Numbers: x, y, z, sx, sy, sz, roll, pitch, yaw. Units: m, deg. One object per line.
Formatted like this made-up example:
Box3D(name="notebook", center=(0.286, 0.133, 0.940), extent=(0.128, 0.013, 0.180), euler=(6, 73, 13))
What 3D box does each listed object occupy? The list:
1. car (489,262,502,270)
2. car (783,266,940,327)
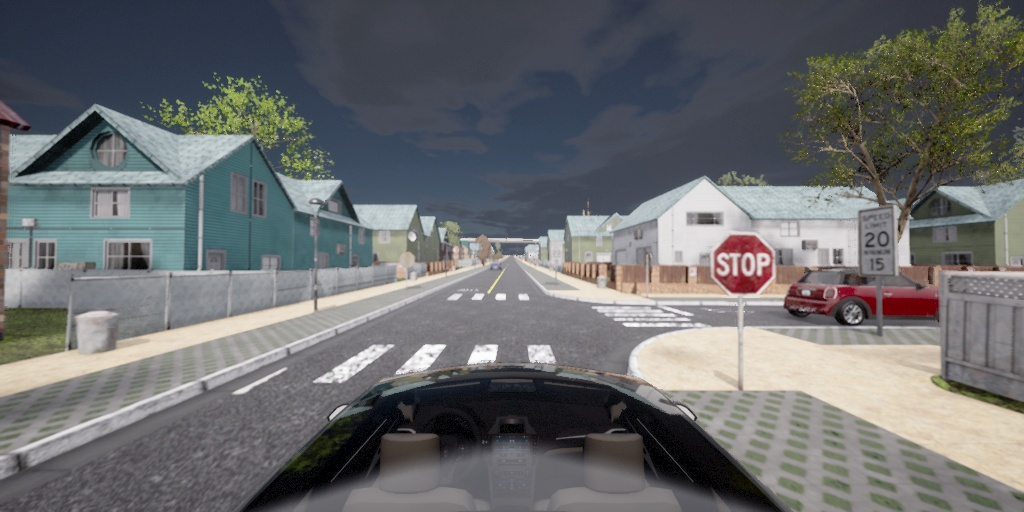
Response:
Box3D(name="car", center=(-2.700, 1.658, 60.713), extent=(1.812, 1.442, 4.674), euler=(0, 0, 0))
Box3D(name="car", center=(11.496, 1.201, 11.458), extent=(4.553, 1.767, 2.097), euler=(0, -1, -1))
